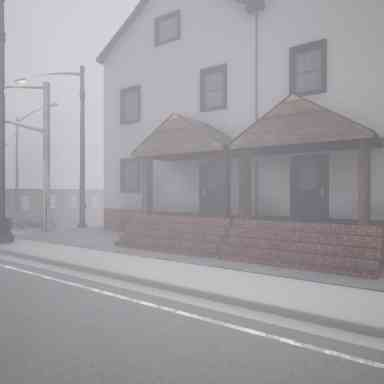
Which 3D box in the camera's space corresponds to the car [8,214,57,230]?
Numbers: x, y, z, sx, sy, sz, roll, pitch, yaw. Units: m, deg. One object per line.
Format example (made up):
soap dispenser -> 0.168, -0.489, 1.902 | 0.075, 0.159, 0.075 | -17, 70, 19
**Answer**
car -> -14.101, 2.655, 29.350 | 1.994, 1.385, 4.181 | 0, -9, 36
